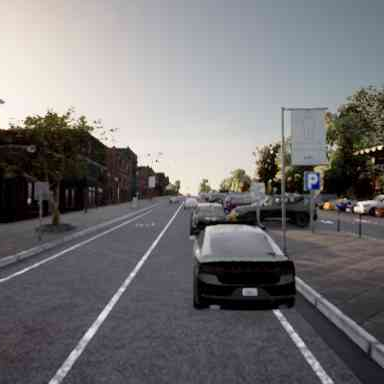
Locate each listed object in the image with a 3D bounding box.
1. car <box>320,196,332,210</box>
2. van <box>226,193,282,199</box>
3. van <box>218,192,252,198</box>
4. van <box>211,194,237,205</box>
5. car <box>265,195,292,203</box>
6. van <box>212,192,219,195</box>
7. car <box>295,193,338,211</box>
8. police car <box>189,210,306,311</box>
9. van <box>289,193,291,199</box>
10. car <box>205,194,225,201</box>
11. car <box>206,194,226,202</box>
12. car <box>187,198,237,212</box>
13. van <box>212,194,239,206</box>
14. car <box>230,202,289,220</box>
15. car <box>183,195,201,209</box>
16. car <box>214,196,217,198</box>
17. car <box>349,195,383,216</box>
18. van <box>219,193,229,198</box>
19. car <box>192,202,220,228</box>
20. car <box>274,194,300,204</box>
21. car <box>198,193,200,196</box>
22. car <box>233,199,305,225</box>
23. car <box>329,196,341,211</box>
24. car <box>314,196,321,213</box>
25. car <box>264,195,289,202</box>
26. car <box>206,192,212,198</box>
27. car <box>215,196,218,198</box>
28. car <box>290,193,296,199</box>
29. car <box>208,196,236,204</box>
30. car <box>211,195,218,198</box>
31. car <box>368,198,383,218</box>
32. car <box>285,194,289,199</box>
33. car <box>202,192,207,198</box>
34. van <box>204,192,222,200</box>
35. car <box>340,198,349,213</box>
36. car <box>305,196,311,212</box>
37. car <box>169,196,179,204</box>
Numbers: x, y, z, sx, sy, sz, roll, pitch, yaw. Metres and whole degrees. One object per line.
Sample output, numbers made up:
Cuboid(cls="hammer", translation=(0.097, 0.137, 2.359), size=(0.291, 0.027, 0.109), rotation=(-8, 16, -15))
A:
Cuboid(cls="car", translation=(18.889, 1.572, 40.299), size=(5.366, 1.575, 1.946), rotation=(0, 0, 0))
Cuboid(cls="van", translation=(5.774, 1.339, 31.137), size=(4.442, 1.987, 1.878), rotation=(0, 0, 0))
Cuboid(cls="van", translation=(5.744, 1.349, 39.548), size=(4.442, 1.987, 1.878), rotation=(0, 0, 0))
Cuboid(cls="van", translation=(5.674, 1.274, 59.177), size=(4.442, 1.987, 1.878), rotation=(0, 0, 0))
Cuboid(cls="car", translation=(18.411, 1.427, 70.835), size=(5.366, 1.575, 1.946), rotation=(0, 0, 0))
Cuboid(cls="van", translation=(5.704, 1.323, 50.769), size=(4.442, 1.987, 1.878), rotation=(0, 0, 0))
Cuboid(cls="car", translation=(18.646, 1.306, 48.628), size=(5.566, 2.045, 2.435), rotation=(0, 0, 0))
Cuboid(cls="police car", translation=(0.958, 1.461, 8.108), size=(1.930, 1.638, 5.238), rotation=(0, 0, 0))
Cuboid(cls="van", translation=(18.772, 1.303, 54.181), size=(4.442, 1.987, 1.878), rotation=(0, 0, 0))
Cuboid(cls="car", translation=(5.457, 1.258, 78.800), size=(4.553, 1.767, 2.185), rotation=(0, 0, 0))
Cuboid(cls="car", translation=(5.467, 1.274, 75.996), size=(4.553, 1.767, 2.185), rotation=(0, 0, 0))
Cuboid(cls="car", translation=(0.936, 1.406, 17.981), size=(2.097, 1.767, 4.553), rotation=(0, 0, 0))
Cuboid(cls="van", translation=(5.684, 1.291, 56.374), size=(4.442, 1.987, 1.878), rotation=(0, 0, 0))
Cuboid(cls="car", translation=(5.670, 1.600, 28.332), size=(4.674, 1.452, 2.002), rotation=(0, 0, 0))
Cuboid(cls="car", translation=(-0.084, 1.580, 45.199), size=(1.812, 1.442, 4.674), rotation=(0, 0, 0))
Cuboid(cls="car", translation=(5.605, 1.609, 45.159), size=(4.674, 1.452, 2.002), rotation=(0, 0, 0))
Cuboid(cls="car", translation=(18.705, 1.315, 31.970), size=(5.566, 2.045, 2.435), rotation=(0, 0, 0))
Cuboid(cls="van", translation=(5.521, 1.349, 36.746), size=(4.442, 1.987, 1.878), rotation=(0, 0, 0))
Cuboid(cls="car", translation=(0.923, 1.570, 24.018), size=(1.837, 1.490, 4.892), rotation=(0, 0, 0))
Cuboid(cls="car", translation=(18.647, 1.338, 65.284), size=(4.553, 1.767, 2.185), rotation=(0, 0, 0))
Cuboid(cls="car", translation=(-0.127, 1.365, 58.613), size=(2.097, 1.767, 4.553), rotation=(0, 0, 0))
Cuboid(cls="car", translation=(5.492, 1.551, 25.529), size=(5.366, 1.575, 1.946), rotation=(0, 0, 0))
Cuboid(cls="car", translation=(18.709, 1.574, 37.522), size=(5.008, 1.535, 2.097), rotation=(0, 0, 0))
Cuboid(cls="car", translation=(18.665, 1.605, 43.071), size=(4.792, 1.488, 2.163), rotation=(0, 0, 0))
Cuboid(cls="car", translation=(18.592, 1.415, 73.612), size=(4.892, 1.521, 2.231), rotation=(0, 0, 0))
Cuboid(cls="car", translation=(5.549, 1.282, 53.569), size=(5.566, 2.045, 2.435), rotation=(0, 0, 0))
Cuboid(cls="car", translation=(5.647, 1.605, 42.351), size=(4.792, 1.488, 2.163), rotation=(0, 0, 0))
Cuboid(cls="car", translation=(18.693, 1.294, 51.405), size=(5.566, 2.045, 2.435), rotation=(0, 0, 0))
Cuboid(cls="car", translation=(5.541, 1.484, 61.981), size=(4.892, 1.521, 2.231), rotation=(0, 0, 0))
Cuboid(cls="car", translation=(5.604, 1.561, 47.962), size=(4.892, 1.521, 2.231), rotation=(0, 0, 0))
Cuboid(cls="car", translation=(18.749, 1.561, 29.194), size=(5.008, 1.535, 2.097), rotation=(0, 0, 0))
Cuboid(cls="car", translation=(18.831, 1.510, 56.957), size=(5.366, 1.575, 1.946), rotation=(0, 0, 0))
Cuboid(cls="car", translation=(5.489, 1.182, 70.389), size=(5.566, 2.045, 2.435), rotation=(0, 0, 0))
Cuboid(cls="van", translation=(5.351, 1.124, 84.405), size=(4.442, 1.987, 1.878), rotation=(0, 0, 0))
Cuboid(cls="car", translation=(18.718, 1.573, 34.744), size=(4.892, 1.521, 2.231), rotation=(0, 0, 0))
Cuboid(cls="car", translation=(18.713, 1.596, 45.854), size=(4.792, 1.488, 2.163), rotation=(0, 0, 0))
Cuboid(cls="car", translation=(-3.388, 1.483, 63.546), size=(2.128, 1.511, 4.902), rotation=(0, 0, 0))
